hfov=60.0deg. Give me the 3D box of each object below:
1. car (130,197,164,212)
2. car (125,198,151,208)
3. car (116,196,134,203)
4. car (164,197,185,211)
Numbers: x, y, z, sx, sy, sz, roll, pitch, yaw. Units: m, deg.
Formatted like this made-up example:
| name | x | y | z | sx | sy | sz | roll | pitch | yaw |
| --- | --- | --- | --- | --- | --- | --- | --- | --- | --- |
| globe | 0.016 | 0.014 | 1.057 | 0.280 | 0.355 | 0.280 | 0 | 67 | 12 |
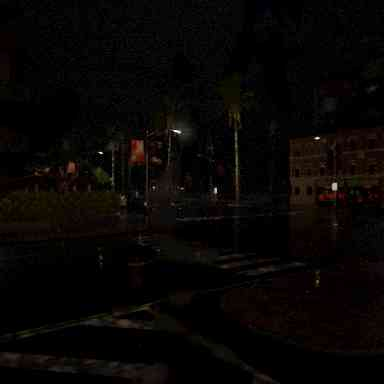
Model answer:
| name | x | y | z | sx | sy | sz | roll | pitch | yaw |
| --- | --- | --- | --- | --- | --- | --- | --- | --- | --- |
| car | -5.563 | 1.352 | 38.869 | 2.097 | 1.767 | 4.553 | 0 | 0 | -35 |
| car | -7.898 | 1.601 | 48.287 | 1.895 | 1.301 | 4.718 | 0 | 0 | -35 |
| car | -13.861 | 1.522 | 68.716 | 1.812 | 1.442 | 4.674 | 0 | 0 | -39 |
| car | -2.729 | 1.352 | 40.929 | 2.097 | 1.767 | 4.553 | 0 | 0 | -35 |
